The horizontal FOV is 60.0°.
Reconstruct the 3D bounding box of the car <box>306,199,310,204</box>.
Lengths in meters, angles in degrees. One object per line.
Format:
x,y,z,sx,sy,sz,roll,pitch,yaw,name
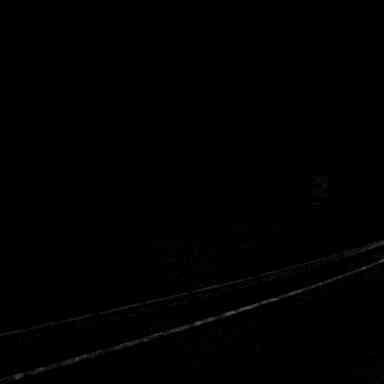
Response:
25.485,2.072,76.889,1.812,1.442,4.674,-6,-2,-10,car
